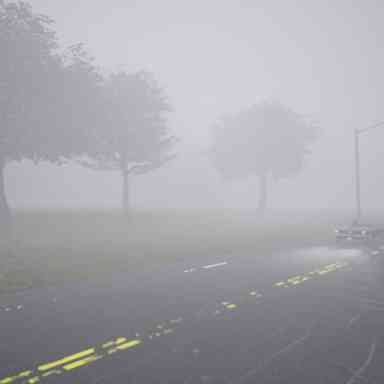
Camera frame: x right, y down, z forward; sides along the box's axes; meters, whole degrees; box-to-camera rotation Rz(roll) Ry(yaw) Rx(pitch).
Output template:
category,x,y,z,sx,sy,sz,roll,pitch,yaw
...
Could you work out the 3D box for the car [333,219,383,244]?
category,x,y,z,sx,sy,sz,roll,pitch,yaw
car,10.248,2.327,20.073,1.895,1.301,4.718,-3,-3,43
